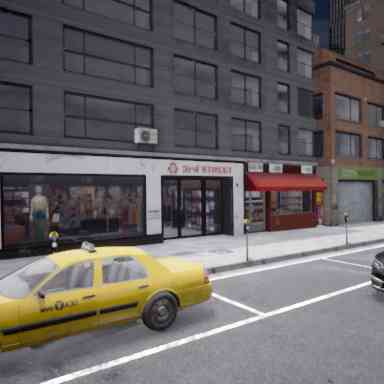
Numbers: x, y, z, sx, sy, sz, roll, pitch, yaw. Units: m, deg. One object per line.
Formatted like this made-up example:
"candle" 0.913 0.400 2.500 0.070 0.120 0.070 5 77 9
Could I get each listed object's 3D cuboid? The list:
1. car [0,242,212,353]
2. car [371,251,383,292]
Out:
"car" -1.911 1.525 5.295 4.829 1.417 1.752 0 -1 -35
"car" 6.014 1.489 7.650 4.902 1.511 2.128 0 0 -35
